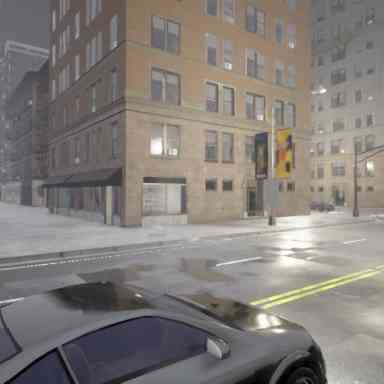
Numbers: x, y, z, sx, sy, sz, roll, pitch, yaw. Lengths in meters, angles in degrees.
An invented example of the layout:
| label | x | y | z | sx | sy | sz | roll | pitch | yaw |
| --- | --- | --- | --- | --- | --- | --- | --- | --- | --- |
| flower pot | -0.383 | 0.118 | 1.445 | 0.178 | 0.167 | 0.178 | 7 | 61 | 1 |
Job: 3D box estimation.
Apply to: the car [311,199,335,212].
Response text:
| label | x | y | z | sx | sy | sz | roll | pitch | yaw |
| --- | --- | --- | --- | --- | --- | --- | --- | --- | --- |
| car | 14.091 | 1.553 | 38.154 | 1.994 | 1.385 | 4.181 | 0 | 0 | -36 |

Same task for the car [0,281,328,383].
| label | x | y | z | sx | sy | sz | roll | pitch | yaw |
| --- | --- | --- | --- | --- | --- | --- | --- | --- | --- |
| car | -0.640 | 1.564 | 2.972 | 4.181 | 1.385 | 1.994 | 0 | 0 | -37 |
